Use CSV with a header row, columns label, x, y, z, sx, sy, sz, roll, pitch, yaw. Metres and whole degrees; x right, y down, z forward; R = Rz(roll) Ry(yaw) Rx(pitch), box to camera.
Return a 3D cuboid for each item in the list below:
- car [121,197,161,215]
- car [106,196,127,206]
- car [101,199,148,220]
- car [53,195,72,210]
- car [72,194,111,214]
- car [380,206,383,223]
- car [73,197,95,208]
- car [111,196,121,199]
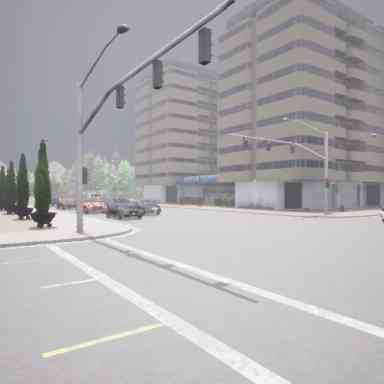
label,x,y,z,sx,sy,sz,roll,pitch,yaw
car,-4.830,1.492,32.982,2.128,1.511,4.902,0,0,-35
car,-13.209,1.504,57.655,1.837,1.490,4.892,0,0,-35
car,-5.806,1.564,28.258,1.994,1.385,4.181,0,0,-35
car,-16.403,1.526,43.524,1.812,1.442,4.674,0,0,-35
car,-10.763,1.352,35.391,2.097,1.767,4.553,0,0,-35
car,15.698,1.224,23.721,5.566,2.045,2.150,0,0,-35
car,-15.962,1.505,49.033,1.837,1.490,4.892,0,0,-34
car,-10.075,1.505,40.538,1.837,1.490,4.892,0,0,-35
